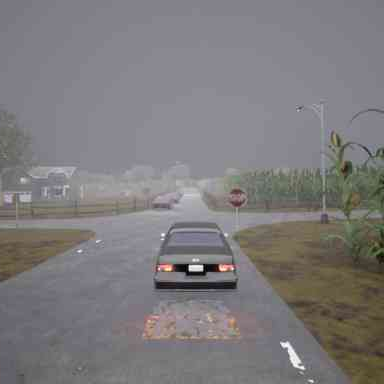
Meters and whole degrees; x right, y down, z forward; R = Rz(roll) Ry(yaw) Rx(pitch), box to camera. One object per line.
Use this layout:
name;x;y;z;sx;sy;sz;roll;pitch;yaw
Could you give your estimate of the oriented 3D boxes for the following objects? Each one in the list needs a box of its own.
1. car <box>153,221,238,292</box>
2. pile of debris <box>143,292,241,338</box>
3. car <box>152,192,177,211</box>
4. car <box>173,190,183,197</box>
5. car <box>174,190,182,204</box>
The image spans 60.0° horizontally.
car;0.076;1.510;8.985;2.033;1.411;5.357;0;0;0
pile of debris;-0.004;2.158;5.998;1.500;0.140;1.860;0;0;0
car;-3.065;1.114;35.620;1.882;1.535;5.008;0;1;3
car;-2.791;0.309;68.354;1.994;1.385;4.181;0;2;0
car;-2.853;0.876;47.282;1.882;1.535;5.008;0;1;0
